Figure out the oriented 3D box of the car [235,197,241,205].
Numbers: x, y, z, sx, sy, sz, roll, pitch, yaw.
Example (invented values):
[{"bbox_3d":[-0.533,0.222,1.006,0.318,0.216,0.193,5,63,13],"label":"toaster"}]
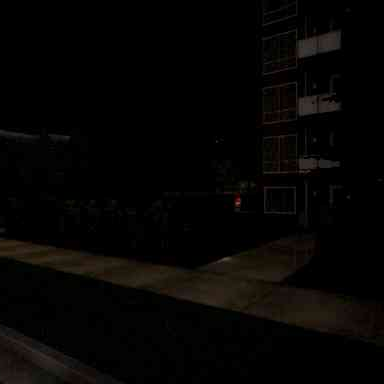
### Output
[{"bbox_3d":[9.336,1.478,58.051,1.882,1.535,5.008,0,0,36],"label":"car"}]
